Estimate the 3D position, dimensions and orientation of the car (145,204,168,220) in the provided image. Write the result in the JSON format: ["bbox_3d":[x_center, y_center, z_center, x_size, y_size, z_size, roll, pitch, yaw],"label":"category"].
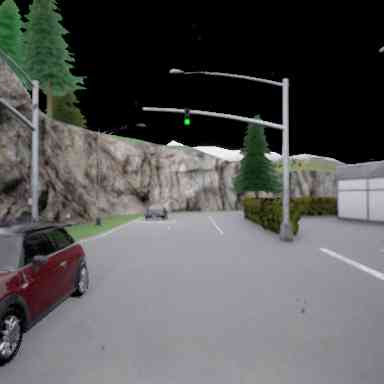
[{"bbox_3d":[-3.442,1.958,32.625,1.812,1.442,4.674,0,-1,0],"label":"car"}]

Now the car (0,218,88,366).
[{"bbox_3d":[-3.474,1.430,5.888,2.097,1.767,4.553,0,-1,0],"label":"car"}]
